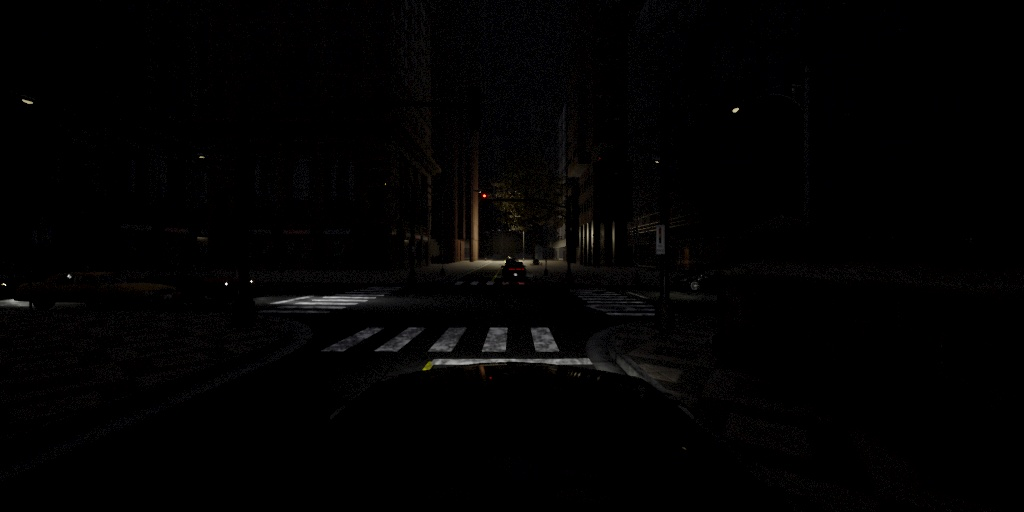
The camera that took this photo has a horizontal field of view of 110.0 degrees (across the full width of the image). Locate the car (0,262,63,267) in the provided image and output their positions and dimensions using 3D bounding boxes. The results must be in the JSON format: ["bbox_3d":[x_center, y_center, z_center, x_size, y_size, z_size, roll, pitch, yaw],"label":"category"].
[{"bbox_3d":[-23.846,1.076,15.774,5.357,1.411,2.033,1,0,0],"label":"car"}]

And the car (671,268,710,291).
[{"bbox_3d":[11.877,1.381,21.521,4.403,1.370,2.007,0,0,0],"label":"car"}]

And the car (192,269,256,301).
[{"bbox_3d":[-14.103,1.231,15.741,4.718,1.301,1.895,1,0,0],"label":"car"}]

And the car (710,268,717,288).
[{"bbox_3d":[13.915,1.066,18.850,5.566,2.045,2.150,0,0,0],"label":"car"}]

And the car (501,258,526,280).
[{"bbox_3d":[0.167,1.197,30.583,1.837,1.490,4.892,-1,0,-2],"label":"car"}]

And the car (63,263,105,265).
[{"bbox_3d":[-26.358,1.065,21.645,4.313,1.339,1.948,0,0,0],"label":"car"}]

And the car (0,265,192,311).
[{"bbox_3d":[-14.965,1.146,13.083,4.829,1.417,1.751,0,0,0],"label":"car"}]
